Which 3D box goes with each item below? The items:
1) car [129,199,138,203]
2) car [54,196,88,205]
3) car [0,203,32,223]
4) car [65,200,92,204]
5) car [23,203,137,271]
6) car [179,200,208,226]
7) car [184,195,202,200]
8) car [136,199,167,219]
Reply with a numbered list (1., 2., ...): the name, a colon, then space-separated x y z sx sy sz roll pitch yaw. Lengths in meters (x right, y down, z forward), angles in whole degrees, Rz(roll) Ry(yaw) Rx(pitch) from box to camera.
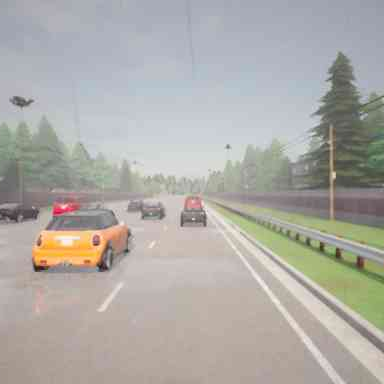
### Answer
1. car: -6.915 1.683 42.285 2.128 1.511 4.902 0 0 0
2. car: -10.428 1.359 29.757 2.150 2.045 5.566 0 0 0
3. car: -13.950 1.598 26.674 1.882 1.535 5.008 0 0 1
4. car: -6.978 1.601 23.955 2.128 1.511 4.902 0 0 0
5. car: -3.397 1.402 11.183 2.097 1.767 4.553 0 0 0
6. car: 0.105 1.603 24.383 2.128 1.511 4.902 0 0 0
7. car: 0.109 1.422 43.967 2.150 2.045 5.566 0 0 0
8. car: -3.425 1.630 30.411 2.128 1.511 4.902 0 0 0
